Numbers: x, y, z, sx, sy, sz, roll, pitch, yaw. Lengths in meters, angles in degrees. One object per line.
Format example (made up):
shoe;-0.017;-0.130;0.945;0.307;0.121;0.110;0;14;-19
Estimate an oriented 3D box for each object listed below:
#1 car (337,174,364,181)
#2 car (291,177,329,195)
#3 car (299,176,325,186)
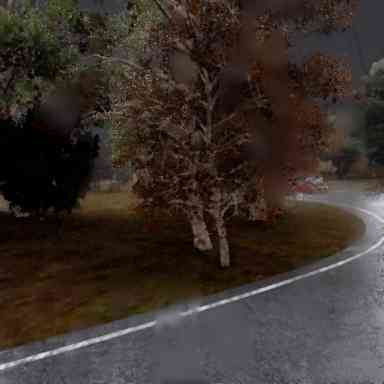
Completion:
car;31.226;-2.920;65.834;4.718;1.301;1.895;-4;3;-5
car;14.238;-0.651;39.765;2.097;1.767;4.553;-4;3;-12
car;21.513;-2.005;59.478;4.674;1.442;1.812;-6;3;-31
